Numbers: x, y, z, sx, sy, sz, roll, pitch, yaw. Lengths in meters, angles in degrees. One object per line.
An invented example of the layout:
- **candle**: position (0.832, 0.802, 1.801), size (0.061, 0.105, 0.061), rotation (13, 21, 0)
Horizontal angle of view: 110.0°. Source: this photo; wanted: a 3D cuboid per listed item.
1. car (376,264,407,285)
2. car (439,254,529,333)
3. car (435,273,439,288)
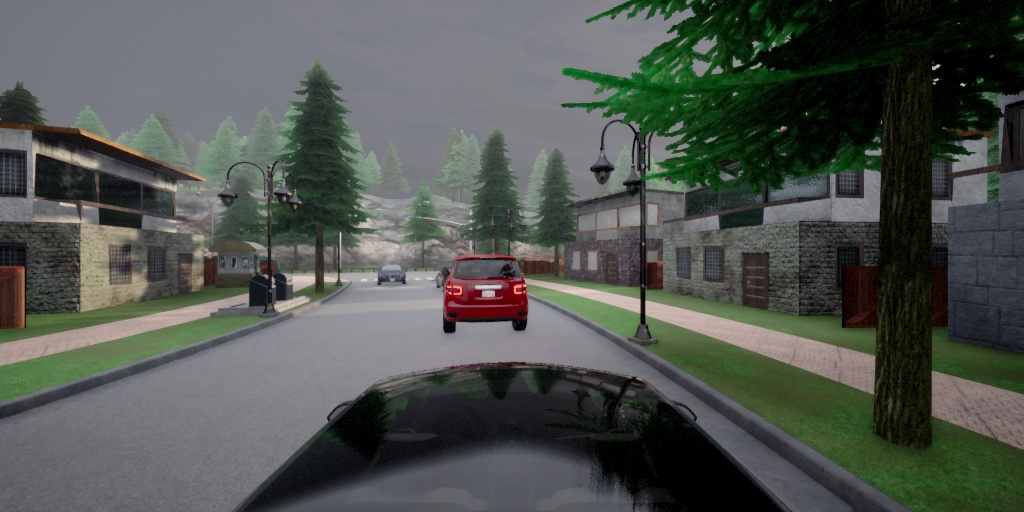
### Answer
- **car**: position (-8.782, 1.303, 26.127), size (1.812, 1.442, 4.674), rotation (0, 0, -20)
- **car**: position (-0.947, 0.971, 10.987), size (2.150, 2.045, 5.566), rotation (0, 0, -9)
- **car**: position (-3.359, 1.297, 21.172), size (2.033, 1.411, 5.357), rotation (0, 0, -18)
